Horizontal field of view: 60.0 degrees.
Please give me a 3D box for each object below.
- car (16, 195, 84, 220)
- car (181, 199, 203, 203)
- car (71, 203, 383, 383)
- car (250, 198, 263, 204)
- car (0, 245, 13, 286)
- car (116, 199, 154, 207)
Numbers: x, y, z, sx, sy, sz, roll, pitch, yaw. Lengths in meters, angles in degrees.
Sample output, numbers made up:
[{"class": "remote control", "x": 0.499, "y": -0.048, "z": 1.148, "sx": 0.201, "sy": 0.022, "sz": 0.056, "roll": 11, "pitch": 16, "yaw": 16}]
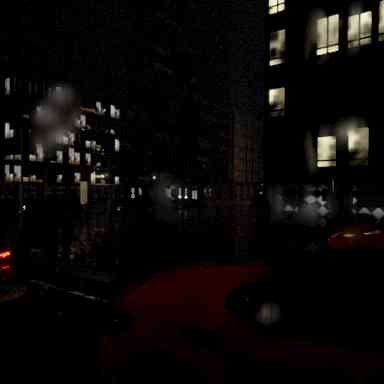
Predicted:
[{"class": "car", "x": -12.245, "y": 1.279, "z": 29.174, "sx": 2.150, "sy": 2.045, "sz": 5.566, "roll": 1, "pitch": 0, "yaw": 39}, {"class": "car", "x": -0.155, "y": 1.676, "z": 45.448, "sx": 1.812, "sy": 1.442, "sz": 4.674, "roll": 1, "pitch": 0, "yaw": 36}, {"class": "car", "x": 1.773, "y": 1.221, "z": 2.421, "sx": 5.566, "sy": 2.045, "sz": 2.150, "roll": 0, "pitch": 0, "yaw": 35}, {"class": "car", "x": 11.628, "y": 1.793, "z": 55.953, "sx": 2.033, "sy": 1.411, "sz": 5.357, "roll": 1, "pitch": 0, "yaw": 37}, {"class": "car", "x": -6.128, "y": 1.522, "z": 8.041, "sx": 4.674, "sy": 1.442, "sz": 1.812, "roll": 0, "pitch": 0, "yaw": 35}, {"class": "car", "x": -6.310, "y": 1.595, "z": 37.198, "sx": 2.128, "sy": 1.511, "sz": 4.902, "roll": 1, "pitch": 0, "yaw": 37}]
